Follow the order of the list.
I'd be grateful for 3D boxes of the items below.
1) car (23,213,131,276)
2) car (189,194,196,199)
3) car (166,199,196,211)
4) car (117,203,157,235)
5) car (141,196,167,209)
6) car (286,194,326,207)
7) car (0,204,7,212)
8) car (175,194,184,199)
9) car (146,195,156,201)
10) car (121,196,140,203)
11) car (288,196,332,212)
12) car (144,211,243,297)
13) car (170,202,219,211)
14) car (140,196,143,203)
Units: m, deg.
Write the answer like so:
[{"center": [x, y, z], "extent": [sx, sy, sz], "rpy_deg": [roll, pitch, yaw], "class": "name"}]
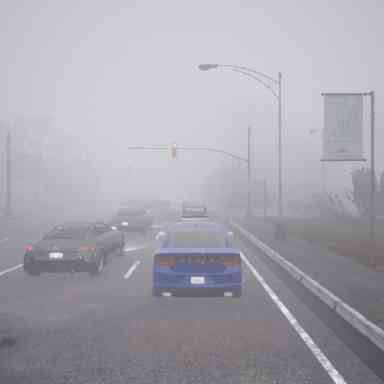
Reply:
[{"center": [-3.395, 1.564, 10.385], "extent": [1.994, 1.385, 4.181], "rpy_deg": [0, 0, 1], "class": "car"}, {"center": [0.127, 1.533, 85.577], "extent": [2.033, 1.411, 5.357], "rpy_deg": [0, 0, 0], "class": "car"}, {"center": [0.231, 1.601, 31.898], "extent": [4.718, 1.301, 1.895], "rpy_deg": [0, 0, 3], "class": "car"}, {"center": [-3.373, 1.564, 18.768], "extent": [1.994, 1.385, 4.181], "rpy_deg": [0, 0, 0], "class": "car"}, {"center": [-4.633, 1.564, 45.200], "extent": [1.994, 1.385, 4.181], "rpy_deg": [0, 0, 26], "class": "car"}, {"center": [14.784, 1.221, 41.791], "extent": [5.566, 2.045, 2.150], "rpy_deg": [0, 0, 2], "class": "car"}, {"center": [-22.913, 1.526, 36.745], "extent": [4.674, 1.442, 1.812], "rpy_deg": [0, 0, 3], "class": "car"}, {"center": [-3.372, 1.349, 85.969], "extent": [2.097, 1.767, 4.553], "rpy_deg": [0, 0, 0], "class": "car"}, {"center": [-10.374, 1.549, 84.418], "extent": [1.994, 1.385, 4.181], "rpy_deg": [0, 0, 0], "class": "car"}, {"center": [-10.503, 1.491, 55.436], "extent": [2.128, 1.511, 4.902], "rpy_deg": [0, 0, 0], "class": "car"}, {"center": [14.071, 1.478, 38.306], "extent": [5.008, 1.535, 1.882], "rpy_deg": [0, 0, 3], "class": "car"}, {"center": [0.112, 1.478, 8.611], "extent": [1.882, 1.535, 5.008], "rpy_deg": [0, 0, 0], "class": "car"}, {"center": [0.127, 1.491, 18.110], "extent": [2.128, 1.511, 4.902], "rpy_deg": [0, 0, 0], "class": "car"}, {"center": [-10.429, 1.564, 64.788], "extent": [1.994, 1.385, 4.181], "rpy_deg": [0, 0, 2], "class": "car"}]
